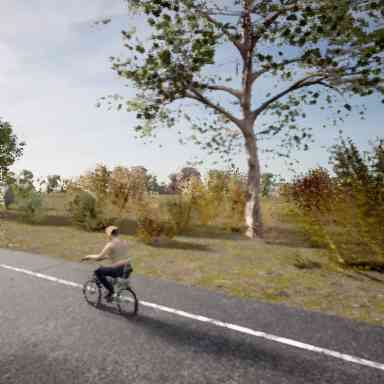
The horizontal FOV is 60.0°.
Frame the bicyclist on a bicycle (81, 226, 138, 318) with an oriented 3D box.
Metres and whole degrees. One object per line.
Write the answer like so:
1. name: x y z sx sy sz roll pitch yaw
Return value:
1. bicyclist on a bicycle: -1.545 1.430 6.181 1.509 1.612 0.866 0 0 35
